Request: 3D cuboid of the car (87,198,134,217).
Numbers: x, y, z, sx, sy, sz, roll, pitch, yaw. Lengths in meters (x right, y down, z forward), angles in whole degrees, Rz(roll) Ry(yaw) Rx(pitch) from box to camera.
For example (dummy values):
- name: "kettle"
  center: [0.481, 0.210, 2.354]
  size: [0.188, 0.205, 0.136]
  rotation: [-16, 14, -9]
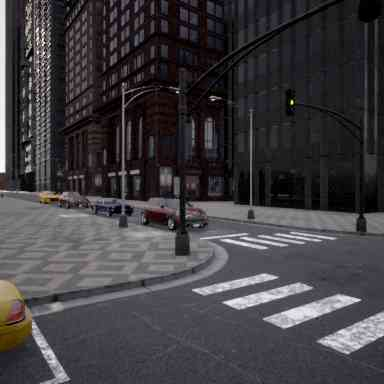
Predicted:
- name: "car"
  center: [-6.333, 1.154, 26.138]
  size: [1.895, 1.301, 4.718]
  rotation: [0, 1, -36]

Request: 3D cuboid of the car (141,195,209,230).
- name: "car"
  center: [-1.066, 1.073, 18.833]
  size: [2.097, 1.767, 4.553]
  rotation: [0, 1, -36]

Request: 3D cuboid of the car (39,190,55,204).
- name: "car"
  center: [-18.276, 0.669, 42.773]
  size: [1.882, 1.535, 5.008]
  rotation: [0, 1, -35]

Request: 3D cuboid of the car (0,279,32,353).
- name: "car"
  center: [-4.403, 1.525, 3.508]
  size: [4.829, 1.417, 1.752]
  rotation: [0, 0, -35]

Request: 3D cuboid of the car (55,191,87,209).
- name: "car"
  center: [-12.203, 0.724, 34.289]
  size: [2.097, 1.767, 4.553]
  rotation: [0, 1, -36]

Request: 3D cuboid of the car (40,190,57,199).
- name: "car"
  center: [-24.731, 0.467, 57.116]
  size: [1.812, 1.442, 4.674]
  rotation: [0, 1, -35]
